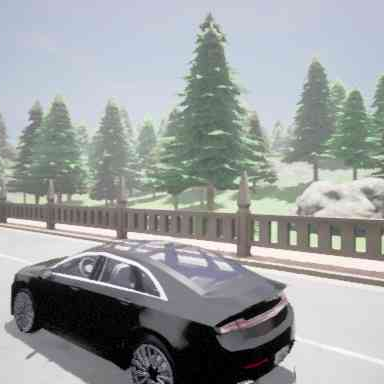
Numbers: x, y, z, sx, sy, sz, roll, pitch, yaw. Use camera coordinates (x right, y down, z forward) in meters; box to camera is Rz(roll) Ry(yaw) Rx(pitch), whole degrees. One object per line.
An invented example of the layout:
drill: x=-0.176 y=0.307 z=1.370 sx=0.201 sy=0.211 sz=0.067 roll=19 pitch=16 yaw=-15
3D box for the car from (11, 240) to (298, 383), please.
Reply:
car: x=-0.941 y=1.489 z=5.020 sx=4.902 sy=1.511 sz=2.128 roll=0 pitch=0 yaw=39
